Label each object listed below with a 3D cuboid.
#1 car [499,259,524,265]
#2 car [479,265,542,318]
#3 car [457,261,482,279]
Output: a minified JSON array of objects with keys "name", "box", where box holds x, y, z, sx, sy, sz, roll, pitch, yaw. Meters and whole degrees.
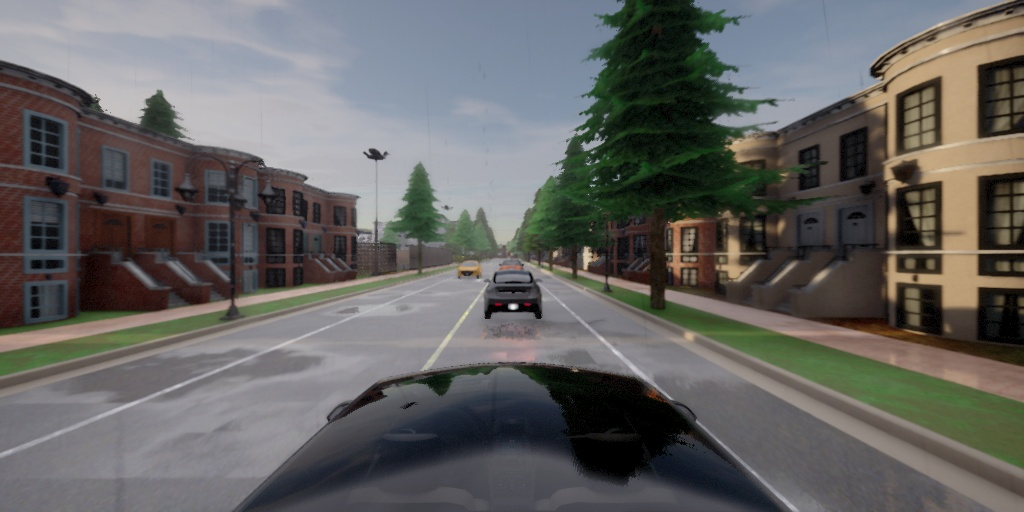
[{"name":"car","box":[-0.025,1.057,29.962,2.097,1.767,4.553,0,0,0]},{"name":"car","box":[0.037,1.237,12.921,1.837,1.490,4.892,0,0,0]},{"name":"car","box":[-3.729,1.188,32.260,1.882,1.535,5.008,0,0,0]}]
